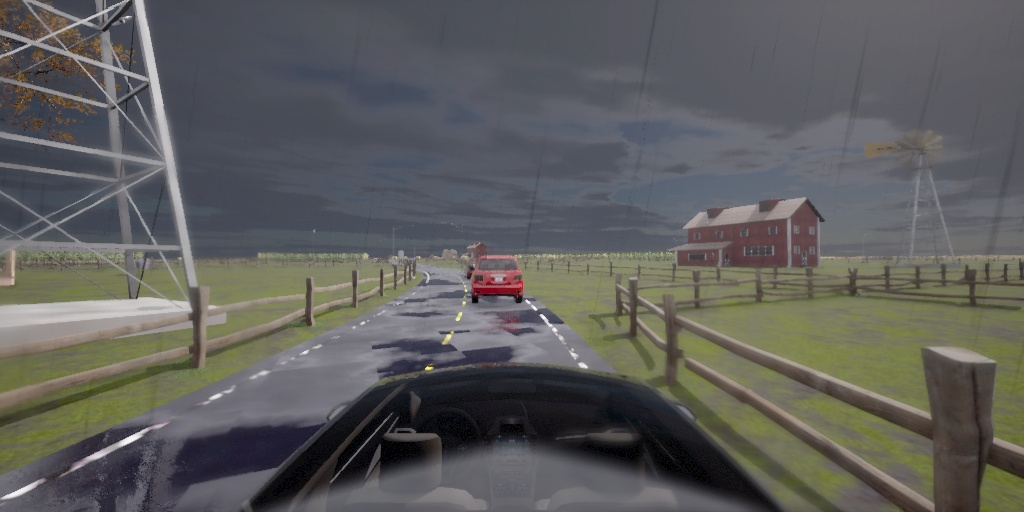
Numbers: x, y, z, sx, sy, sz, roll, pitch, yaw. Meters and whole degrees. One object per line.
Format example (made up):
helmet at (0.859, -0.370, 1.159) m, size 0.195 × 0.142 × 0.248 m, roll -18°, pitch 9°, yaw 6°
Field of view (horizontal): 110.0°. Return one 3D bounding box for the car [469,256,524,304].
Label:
car at (-0.791, 1.015, 16.679) m, size 2.150 × 2.045 × 5.566 m, roll 0°, pitch 0°, yaw -6°

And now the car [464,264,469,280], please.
car at (-3.136, 1.258, 31.603) m, size 1.882 × 1.535 × 5.008 m, roll 0°, pitch 0°, yaw -12°
